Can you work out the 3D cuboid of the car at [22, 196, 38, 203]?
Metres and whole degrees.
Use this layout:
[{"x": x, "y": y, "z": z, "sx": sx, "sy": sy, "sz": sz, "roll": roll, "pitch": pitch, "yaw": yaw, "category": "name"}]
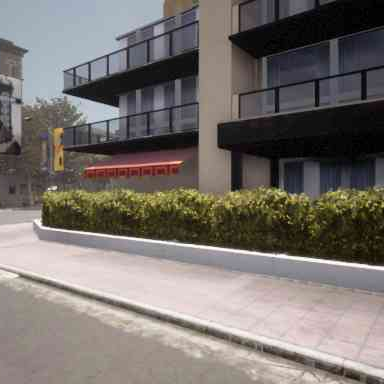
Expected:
[{"x": -34.570, "y": 1.481, "z": 68.227, "sx": 4.892, "sy": 1.521, "sz": 2.231, "roll": 0, "pitch": 0, "yaw": 37, "category": "car"}]
